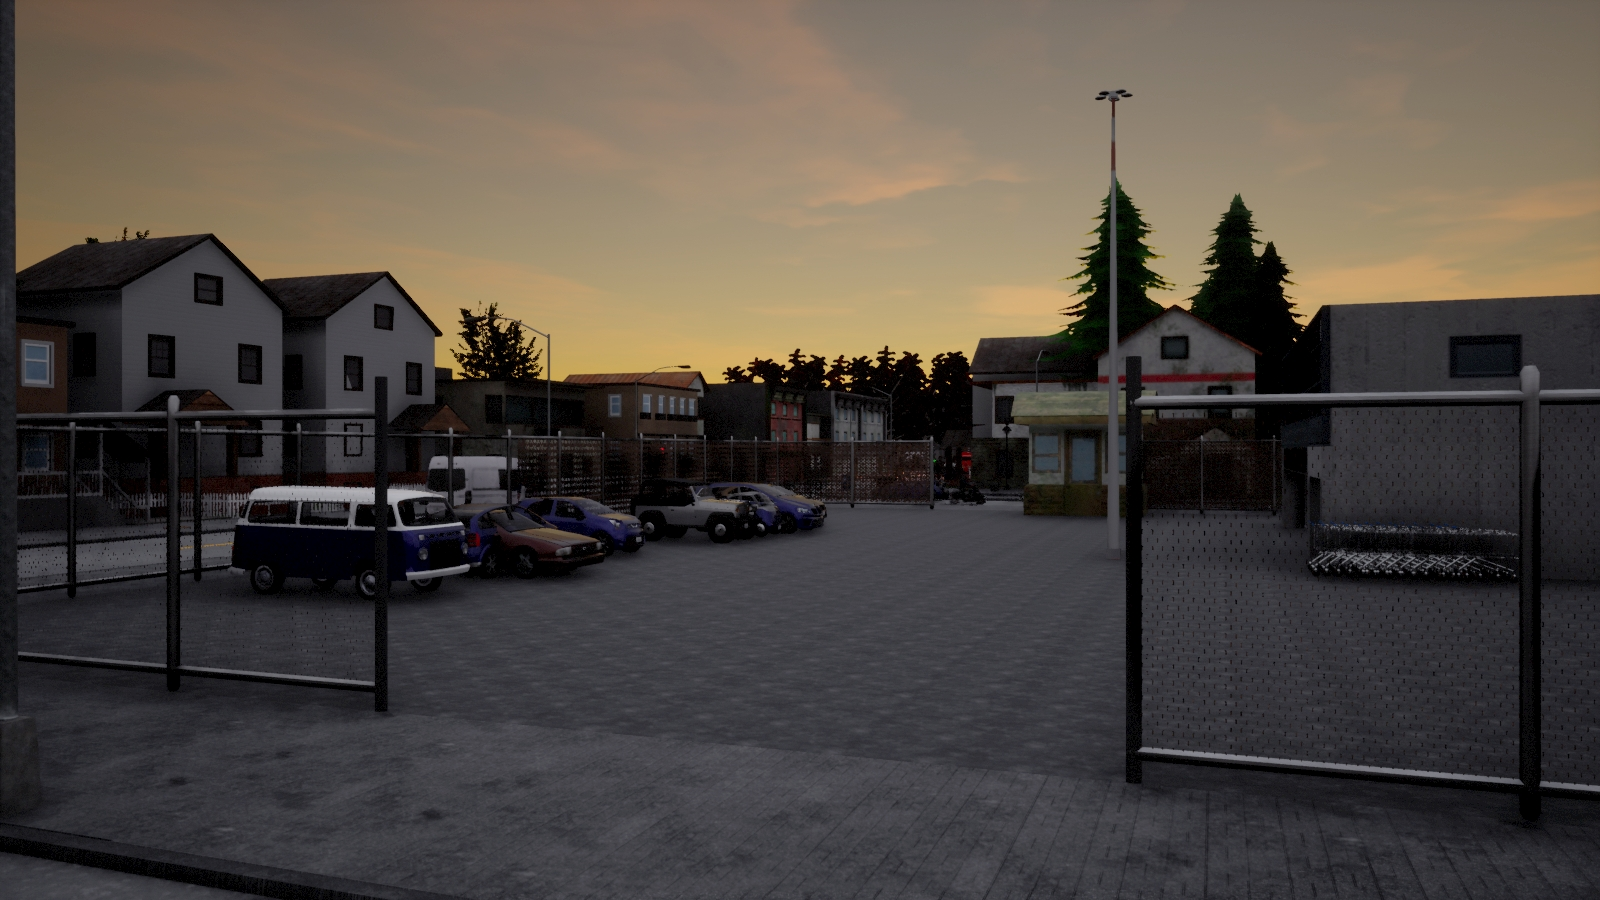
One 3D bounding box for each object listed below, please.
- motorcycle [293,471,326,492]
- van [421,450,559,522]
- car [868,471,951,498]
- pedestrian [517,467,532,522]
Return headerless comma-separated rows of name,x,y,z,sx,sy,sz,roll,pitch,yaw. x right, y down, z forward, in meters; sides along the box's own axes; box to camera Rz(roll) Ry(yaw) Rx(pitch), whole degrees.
motorcycle,-30.812,1.971,71.748,1.805,1.236,0.856,0,0,18
van,-11.619,1.314,43.353,1.988,2.561,5.915,0,-1,20
car,6.036,1.902,62.887,4.181,1.385,1.994,0,0,20
pedestrian,-9.500,1.529,39.406,0.375,1.860,0.375,0,0,37
